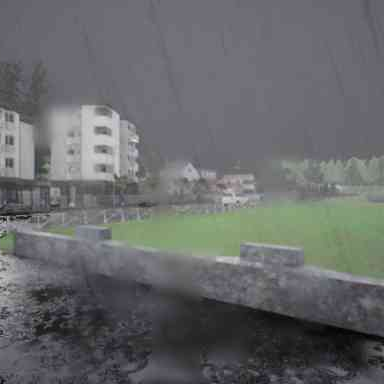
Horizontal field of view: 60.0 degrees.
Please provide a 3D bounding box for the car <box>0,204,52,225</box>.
[{"bbox_3d":[-12.268,1.471,23.032,1.895,1.301,4.718,0,0,38],"label":"car"}]

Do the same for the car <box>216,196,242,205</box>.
[{"bbox_3d":[6.272,1.375,55.581,2.128,1.511,4.902,0,0,36],"label":"car"}]

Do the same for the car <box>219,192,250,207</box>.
[{"bbox_3d":[6.423,1.091,48.837,2.150,2.045,5.566,0,0,36],"label":"car"}]

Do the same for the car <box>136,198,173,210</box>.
[{"bbox_3d":[-4.529,1.448,40.637,1.895,1.301,4.718,0,0,36],"label":"car"}]
